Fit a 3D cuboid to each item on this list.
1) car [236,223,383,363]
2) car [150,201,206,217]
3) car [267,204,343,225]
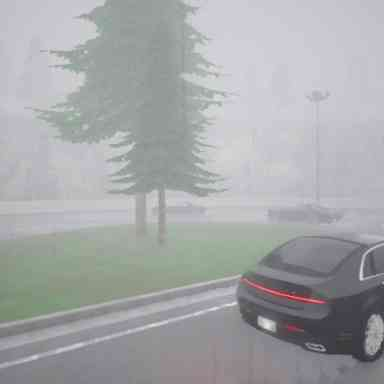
[{"bbox_3d":[2.935,1.463,5.856,4.892,1.490,1.837,-1,1,-37],"label":"car"},{"bbox_3d":[-1.236,1.471,28.829,4.718,1.301,1.895,0,0,-4],"label":"car"},{"bbox_3d":[7.348,1.455,22.243,1.895,1.301,4.718,0,0,-40],"label":"car"}]
